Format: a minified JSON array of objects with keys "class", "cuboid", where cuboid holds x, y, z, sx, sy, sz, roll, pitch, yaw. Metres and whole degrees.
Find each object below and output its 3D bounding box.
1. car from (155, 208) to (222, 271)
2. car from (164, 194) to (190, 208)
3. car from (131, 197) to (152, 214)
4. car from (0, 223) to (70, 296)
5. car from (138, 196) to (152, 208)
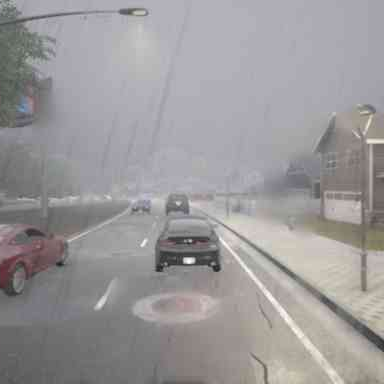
[{"class":"car","cuboid":[-0.153,1.488,10.865,1.837,1.490,4.892,0,0,-2]},{"class":"car","cuboid":[-1.480,1.166,32.132,2.150,2.045,5.566,0,0,-6]},{"class":"car","cuboid":[-5.265,1.555,34.843,1.895,1.301,4.718,0,0,-6]},{"class":"car","cuboid":[-4.681,1.529,8.497,1.812,1.442,4.674,0,0,-2]},{"class":"car","cuboid":[-6.718,1.399,47.573,1.882,1.535,5.008,0,0,-8]}]
